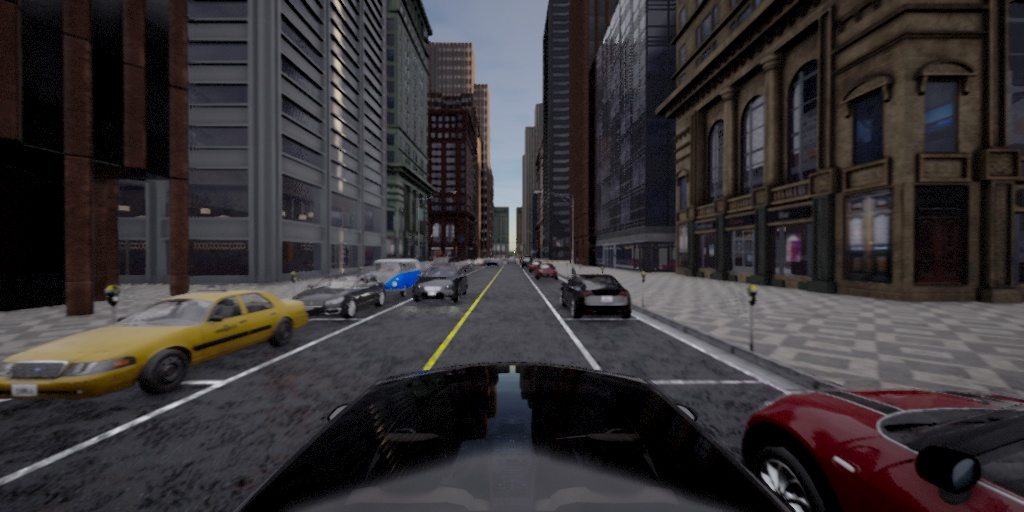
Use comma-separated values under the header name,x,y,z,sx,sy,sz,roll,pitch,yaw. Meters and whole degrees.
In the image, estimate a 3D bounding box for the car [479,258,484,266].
name,x,y,z,sx,sy,sz,roll,pitch,yaw
car,-5.786,1.069,63.017,1.751,1.417,4.829,0,0,0

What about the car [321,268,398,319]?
name,x,y,z,sx,sy,sz,roll,pitch,yaw
car,-5.768,1.261,12.458,2.007,1.370,4.403,0,0,0

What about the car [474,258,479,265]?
name,x,y,z,sx,sy,sz,roll,pitch,yaw
car,-5.780,1.145,46.278,2.007,1.370,4.403,0,0,0

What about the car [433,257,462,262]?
name,x,y,z,sx,sy,sz,roll,pitch,yaw
car,-5.774,0.966,29.368,2.192,1.841,5.009,0,0,0

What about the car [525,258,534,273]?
name,x,y,z,sx,sy,sz,roll,pitch,yaw
car,2.747,1.195,40.650,1.802,1.307,4.207,0,0,0

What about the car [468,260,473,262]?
name,x,y,z,sx,sy,sz,roll,pitch,yaw
car,-5.778,1.179,40.641,1.948,1.339,4.313,0,0,0

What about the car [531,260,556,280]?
name,x,y,z,sx,sy,sz,roll,pitch,yaw
car,2.751,1.234,29.377,1.802,1.307,4.207,0,0,0

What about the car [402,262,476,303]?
name,x,y,z,sx,sy,sz,roll,pitch,yaw
car,-3.105,1.188,16.401,2.128,1.511,4.902,0,0,0

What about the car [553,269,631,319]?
name,x,y,z,sx,sy,sz,roll,pitch,yaw
car,2.757,1.276,12.468,1.948,1.339,4.313,0,0,0

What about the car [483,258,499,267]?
name,x,y,z,sx,sy,sz,roll,pitch,yaw
car,-3.073,1.161,57.550,1.895,1.301,4.718,0,0,1

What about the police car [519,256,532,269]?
name,x,y,z,sx,sy,sz,roll,pitch,yaw
police car,2.347,0.998,53.283,1.930,1.638,5.238,0,0,0

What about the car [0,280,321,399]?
name,x,y,z,sx,sy,sz,roll,pitch,yaw
car,-5.765,1.256,6.652,1.751,1.417,4.829,0,0,0

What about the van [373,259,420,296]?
name,x,y,z,sx,sy,sz,roll,pitch,yaw
van,-5.770,1.031,18.095,1.690,1.789,3.998,0,0,0

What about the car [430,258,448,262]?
name,x,y,z,sx,sy,sz,roll,pitch,yaw
car,-5.772,1.111,23.731,1.967,1.591,4.097,0,0,0

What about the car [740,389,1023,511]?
name,x,y,z,sx,sy,sz,roll,pitch,yaw
car,2.762,1.192,1.196,1.967,1.591,4.097,0,0,0

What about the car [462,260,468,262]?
name,x,y,z,sx,sy,sz,roll,pitch,yaw
car,-5.776,1.198,35.005,1.948,1.339,4.313,0,0,0
